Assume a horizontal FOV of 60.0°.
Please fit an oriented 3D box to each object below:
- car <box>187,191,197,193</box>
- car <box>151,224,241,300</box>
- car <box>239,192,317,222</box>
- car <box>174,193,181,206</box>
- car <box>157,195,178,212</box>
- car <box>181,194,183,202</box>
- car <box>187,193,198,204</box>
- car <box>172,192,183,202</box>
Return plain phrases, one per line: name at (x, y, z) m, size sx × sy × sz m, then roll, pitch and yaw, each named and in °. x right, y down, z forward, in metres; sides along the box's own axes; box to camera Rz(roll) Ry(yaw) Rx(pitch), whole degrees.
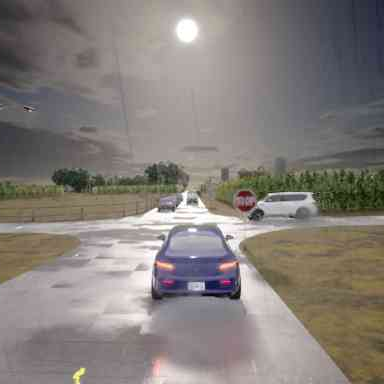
car at (-0.047, 0.676, 79.735) m, size 2.150 × 2.045 × 5.566 m, roll 0°, pitch 1°, yaw 0°
car at (0.087, 1.525, 8.268) m, size 1.812 × 1.442 × 4.674 m, roll 0°, pitch 0°, yaw 0°
car at (6.318, 1.064, 24.571) m, size 5.566 × 2.045 × 2.150 m, roll -1°, pitch 0°, yaw 0°
car at (-2.871, 1.285, 46.619) m, size 1.882 × 1.535 × 5.008 m, roll 0°, pitch 0°, yaw 0°
car at (-2.813, 1.384, 37.107) m, size 1.837 × 1.490 × 4.892 m, roll 0°, pitch 0°, yaw -2°
car at (-2.862, 1.324, 56.234) m, size 1.895 × 1.301 × 4.718 m, roll 0°, pitch 1°, yaw 0°
car at (0.068, 1.338, 54.745) m, size 1.895 × 1.301 × 4.718 m, roll 0°, pitch 1°, yaw 0°
car at (-2.822, 0.973, 66.035) m, size 2.097 × 1.767 × 4.553 m, roll 0°, pitch 1°, yaw 0°
